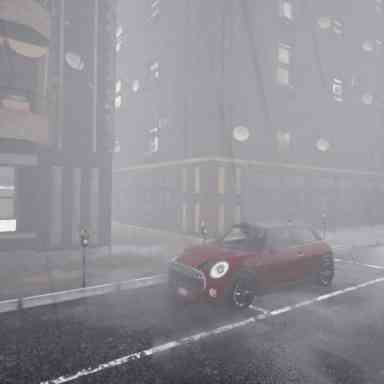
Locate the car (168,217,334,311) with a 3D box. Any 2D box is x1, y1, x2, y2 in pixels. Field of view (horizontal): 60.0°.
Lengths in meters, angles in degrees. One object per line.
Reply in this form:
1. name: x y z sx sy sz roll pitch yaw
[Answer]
1. car: 1.446 1.442 7.734 4.097 1.590 1.967 0 1 -35
